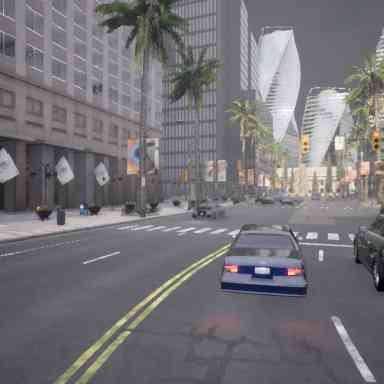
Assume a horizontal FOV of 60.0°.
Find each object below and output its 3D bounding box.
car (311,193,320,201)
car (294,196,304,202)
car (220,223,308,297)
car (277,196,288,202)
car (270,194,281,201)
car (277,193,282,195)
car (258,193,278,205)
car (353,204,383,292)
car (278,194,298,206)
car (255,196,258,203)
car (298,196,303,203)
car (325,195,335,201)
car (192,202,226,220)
[{"bbox_3d":[31.016,1.553,83.679,1.994,1.385,4.181,0,0,21],"label":"car"},{"bbox_3d":[25.061,1.553,78.077,1.994,1.385,4.181,0,0,22],"label":"car"},{"bbox_3d":[1.946,1.547,8.787,2.033,1.411,5.357,0,0,14],"label":"car"},{"bbox_3d":[21.265,1.552,78.011,1.994,1.385,4.181,0,0,22],"label":"car"},{"bbox_3d":[22.554,1.354,89.830,2.185,1.767,4.553,0,0,21],"label":"car"},{"bbox_3d":[17.384,1.225,68.191,2.150,2.045,5.566,0,0,21],"label":"car"},{"bbox_3d":[13.407,1.478,58.281,1.882,1.535,5.008,0,0,21],"label":"car"},{"bbox_3d":[5.661,1.352,8.755,2.097,1.767,4.553,0,0,18],"label":"car"},{"bbox_3d":[16.121,1.547,55.649,2.033,1.411,5.357,0,0,22],"label":"car"},{"bbox_3d":[14.451,1.513,69.450,2.161,1.482,4.786,0,0,21],"label":"car"},{"bbox_3d":[20.491,1.561,66.528,1.994,1.385,4.181,0,0,21],"label":"car"},{"bbox_3d":[34.270,1.591,82.389,1.895,1.301,4.718,0,0,21],"label":"car"},{"bbox_3d":[1.487,1.564,28.098,1.994,1.385,4.181,0,0,21],"label":"car"}]
